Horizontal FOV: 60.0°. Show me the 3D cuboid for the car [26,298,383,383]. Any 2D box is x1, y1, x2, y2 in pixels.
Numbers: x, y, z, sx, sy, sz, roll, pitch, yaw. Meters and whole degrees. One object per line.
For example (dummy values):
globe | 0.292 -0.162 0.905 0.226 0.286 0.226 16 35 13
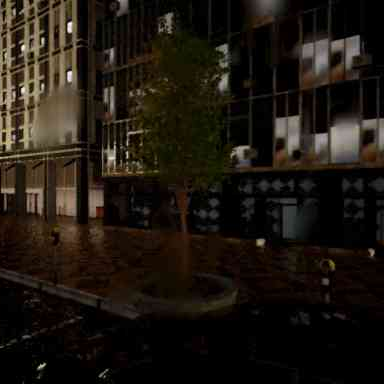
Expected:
car | 0.534 1.560 2.495 4.313 1.339 1.947 0 0 35
